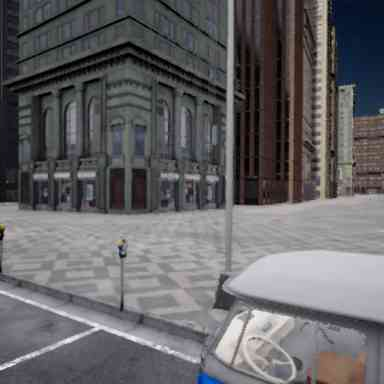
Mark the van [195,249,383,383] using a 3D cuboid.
[{"bbox_3d":[1.833,1.339,1.687,3.998,1.788,1.690,0,1,36],"label":"van"}]
